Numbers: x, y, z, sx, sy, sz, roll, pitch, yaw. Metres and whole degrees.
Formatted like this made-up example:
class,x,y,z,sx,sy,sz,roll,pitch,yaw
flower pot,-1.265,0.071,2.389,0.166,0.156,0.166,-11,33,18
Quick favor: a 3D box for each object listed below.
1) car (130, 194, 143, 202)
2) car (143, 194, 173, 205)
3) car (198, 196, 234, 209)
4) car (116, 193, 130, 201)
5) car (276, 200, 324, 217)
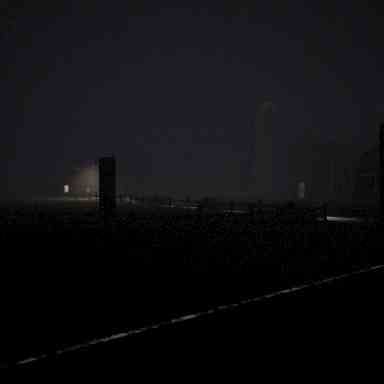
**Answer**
class,x,y,z,sx,sy,sz,roll,pitch,yaw
car,-8.653,1.084,59.333,1.895,1.301,4.718,-1,1,-36
car,-4.657,1.103,48.883,2.128,1.511,4.902,-1,1,-36
car,2.762,1.210,38.544,1.882,1.535,5.008,-1,1,-36
car,-13.511,0.906,66.064,1.837,1.490,4.892,-1,1,-36
car,9.448,1.402,29.295,1.994,1.385,4.181,-1,1,-37
